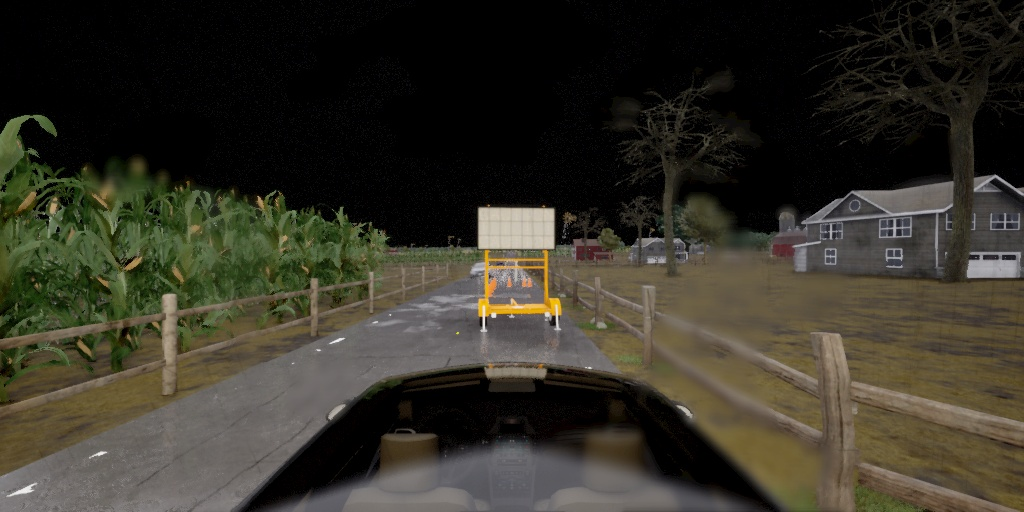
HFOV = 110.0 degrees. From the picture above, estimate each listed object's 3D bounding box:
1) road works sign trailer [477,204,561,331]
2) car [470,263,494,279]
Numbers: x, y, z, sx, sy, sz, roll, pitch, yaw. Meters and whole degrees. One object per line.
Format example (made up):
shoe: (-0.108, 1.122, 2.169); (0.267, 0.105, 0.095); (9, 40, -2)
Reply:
road works sign trailer: (0.122, 0.227, 11.047); (2.380, 3.560, 2.880); (0, 0, -5)
car: (-2.833, 1.351, 33.761); (1.812, 1.442, 4.674); (0, 0, 0)
